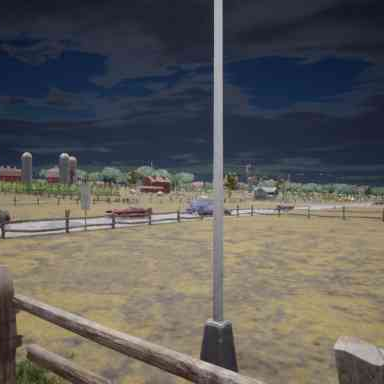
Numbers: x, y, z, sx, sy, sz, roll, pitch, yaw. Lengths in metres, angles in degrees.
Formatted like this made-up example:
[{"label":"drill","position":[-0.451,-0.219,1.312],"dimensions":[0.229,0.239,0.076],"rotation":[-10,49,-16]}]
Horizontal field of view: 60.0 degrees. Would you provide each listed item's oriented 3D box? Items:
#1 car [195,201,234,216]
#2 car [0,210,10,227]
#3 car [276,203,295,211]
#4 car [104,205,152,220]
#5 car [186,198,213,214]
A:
[{"label":"car","position":[3.012,2.168,39.792],"dimensions":[2.033,1.411,5.357],"rotation":[2,0,36]},{"label":"car","position":[-14.194,1.618,20.976],"dimensions":[1.837,1.490,4.892],"rotation":[2,0,36]},{"label":"car","position":[16.570,2.639,58.572],"dimensions":[1.895,1.301,4.718],"rotation":[2,0,36]},{"label":"car","position":[-6.141,1.939,32.135],"dimensions":[1.895,1.301,4.718],"rotation":[2,0,36]},{"label":"car","position":[1.499,1.783,42.687],"dimensions":[2.150,2.045,5.566],"rotation":[2,0,36]}]
